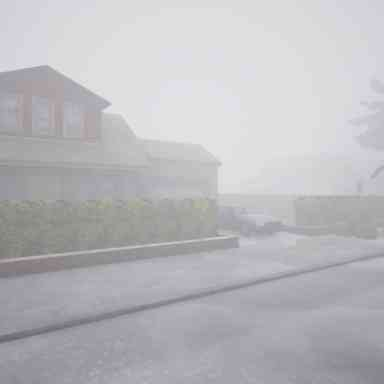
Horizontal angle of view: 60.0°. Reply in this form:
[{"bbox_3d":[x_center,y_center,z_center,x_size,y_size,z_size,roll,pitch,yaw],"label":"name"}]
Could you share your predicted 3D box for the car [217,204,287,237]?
[{"bbox_3d":[2.235,1.356,16.975,2.033,1.415,5.357,0,0,-33],"label":"car"}]
